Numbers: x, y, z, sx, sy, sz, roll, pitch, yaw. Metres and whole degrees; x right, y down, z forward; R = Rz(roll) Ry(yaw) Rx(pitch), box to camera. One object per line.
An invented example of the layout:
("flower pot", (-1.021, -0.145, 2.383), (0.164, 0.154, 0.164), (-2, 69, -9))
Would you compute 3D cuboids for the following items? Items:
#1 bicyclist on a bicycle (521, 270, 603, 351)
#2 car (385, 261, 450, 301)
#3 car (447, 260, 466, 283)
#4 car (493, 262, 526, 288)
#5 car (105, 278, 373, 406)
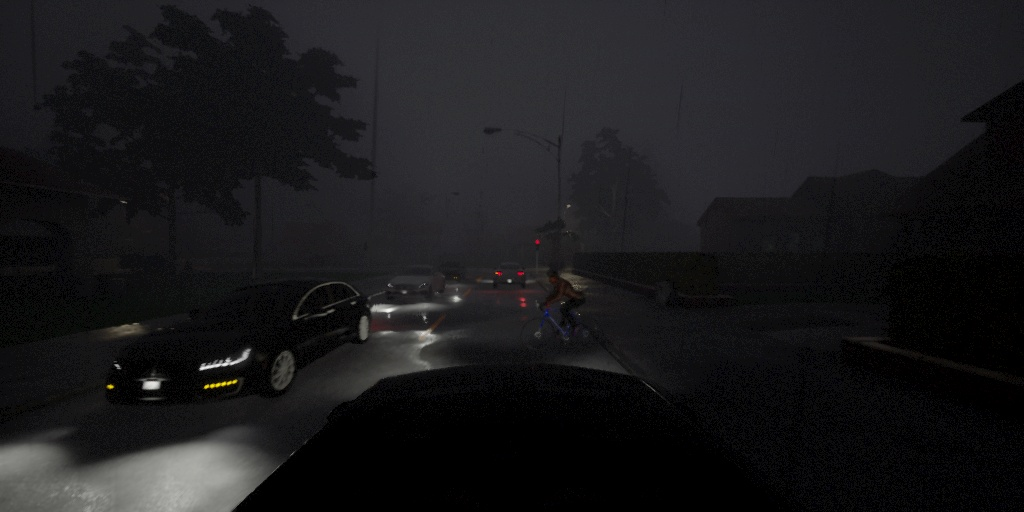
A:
("bicyclist on a bicycle", (0.999, 1.111, 7.203), (1.656, 1.620, 0.582), (-1, 1, -1))
("car", (-4.253, 1.124, 16.423), (1.812, 1.442, 4.674), (0, 0, -1))
("car", (-4.300, 1.058, 25.132), (1.837, 1.490, 4.892), (0, 1, -1))
("car", (-0.151, 1.077, 21.410), (1.812, 1.442, 4.674), (0, 1, -1))
("car", (-4.138, 1.204, 6.513), (1.837, 1.490, 4.892), (0, 0, -1))
